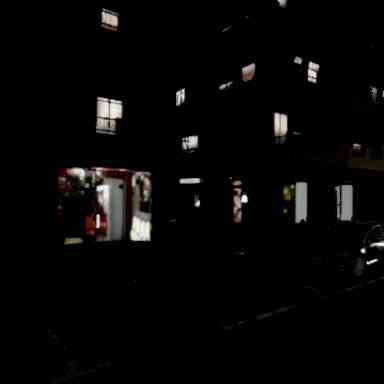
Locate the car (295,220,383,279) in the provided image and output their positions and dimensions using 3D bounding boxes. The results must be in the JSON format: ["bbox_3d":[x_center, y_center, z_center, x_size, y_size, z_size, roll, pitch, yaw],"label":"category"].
[{"bbox_3d":[4.934,1.547,10.017,4.403,1.369,2.008,0,1,-35],"label":"car"}]
